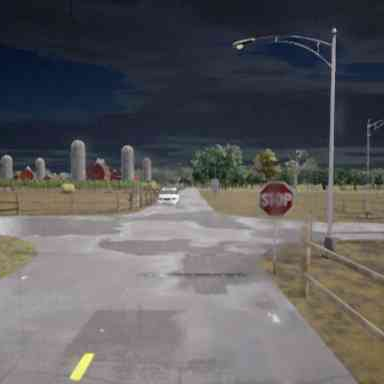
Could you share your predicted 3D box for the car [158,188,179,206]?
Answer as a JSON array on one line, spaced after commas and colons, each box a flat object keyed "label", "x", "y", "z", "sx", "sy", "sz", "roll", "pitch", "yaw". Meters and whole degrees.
[{"label": "car", "x": -2.639, "y": 0.589, "z": 38.079, "sx": 2.150, "sy": 2.045, "sz": 5.566, "roll": 0, "pitch": 3, "yaw": 0}]
